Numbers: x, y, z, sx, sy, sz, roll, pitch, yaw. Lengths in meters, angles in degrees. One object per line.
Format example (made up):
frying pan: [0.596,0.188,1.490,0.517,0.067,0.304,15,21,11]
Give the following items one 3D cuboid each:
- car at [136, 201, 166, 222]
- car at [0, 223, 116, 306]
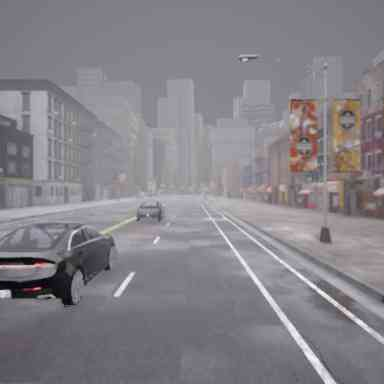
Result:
car: [-3.159,1.455,26.236,2.128,1.511,4.902,0,0,0]
car: [-3.154,1.478,7.954,2.128,1.511,4.902,0,0,0]
